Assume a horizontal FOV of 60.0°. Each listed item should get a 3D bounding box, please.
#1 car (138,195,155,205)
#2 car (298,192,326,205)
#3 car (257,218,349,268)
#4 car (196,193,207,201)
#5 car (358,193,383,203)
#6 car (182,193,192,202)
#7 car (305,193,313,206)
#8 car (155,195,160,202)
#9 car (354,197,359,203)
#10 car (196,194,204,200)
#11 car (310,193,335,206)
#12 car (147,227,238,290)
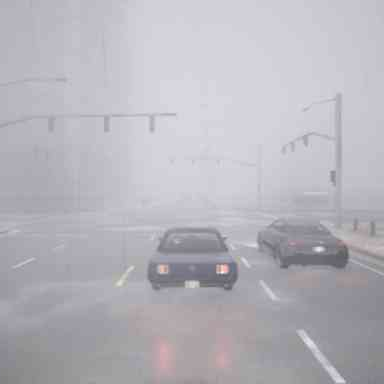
[{"bbox_3d":[-8.028,1.445,57.252,1.837,1.490,4.892,0,0,0],"label":"car"},{"bbox_3d":[24.198,1.141,66.217,4.605,1.855,1.932,0,0,0],"label":"car"},{"bbox_3d":[3.486,1.552,11.200,1.994,1.385,4.181,0,0,-1],"label":"car"},{"bbox_3d":[2.278,1.136,77.037,2.150,2.045,5.566,0,0,-1],"label":"car"},{"bbox_3d":[39.228,1.136,71.851,4.605,1.855,1.932,0,0,0],"label":"car"},{"bbox_3d":[-1.222,1.136,76.993,2.150,2.045,5.566,0,0,-1],"label":"car"},{"bbox_3d":[24.263,1.355,63.534,3.905,1.438,1.784,0,0,0],"label":"car"},{"bbox_3d":[-8.170,1.448,72.783,2.128,1.511,4.902,0,0,-1],"label":"car"},{"bbox_3d":[39.276,1.344,74.748,3.905,1.438,1.784,0,0,0],"label":"car"},{"bbox_3d":[2.147,1.296,87.428,1.812,1.442,4.674,0,0,-1],"label":"car"},{"bbox_3d":[24.278,1.389,60.639,3.806,1.475,1.970,0,0,0],"label":"car"},{"bbox_3d":[0.008,1.591,8.976,1.895,1.301,4.718,0,0,0],"label":"car"}]
